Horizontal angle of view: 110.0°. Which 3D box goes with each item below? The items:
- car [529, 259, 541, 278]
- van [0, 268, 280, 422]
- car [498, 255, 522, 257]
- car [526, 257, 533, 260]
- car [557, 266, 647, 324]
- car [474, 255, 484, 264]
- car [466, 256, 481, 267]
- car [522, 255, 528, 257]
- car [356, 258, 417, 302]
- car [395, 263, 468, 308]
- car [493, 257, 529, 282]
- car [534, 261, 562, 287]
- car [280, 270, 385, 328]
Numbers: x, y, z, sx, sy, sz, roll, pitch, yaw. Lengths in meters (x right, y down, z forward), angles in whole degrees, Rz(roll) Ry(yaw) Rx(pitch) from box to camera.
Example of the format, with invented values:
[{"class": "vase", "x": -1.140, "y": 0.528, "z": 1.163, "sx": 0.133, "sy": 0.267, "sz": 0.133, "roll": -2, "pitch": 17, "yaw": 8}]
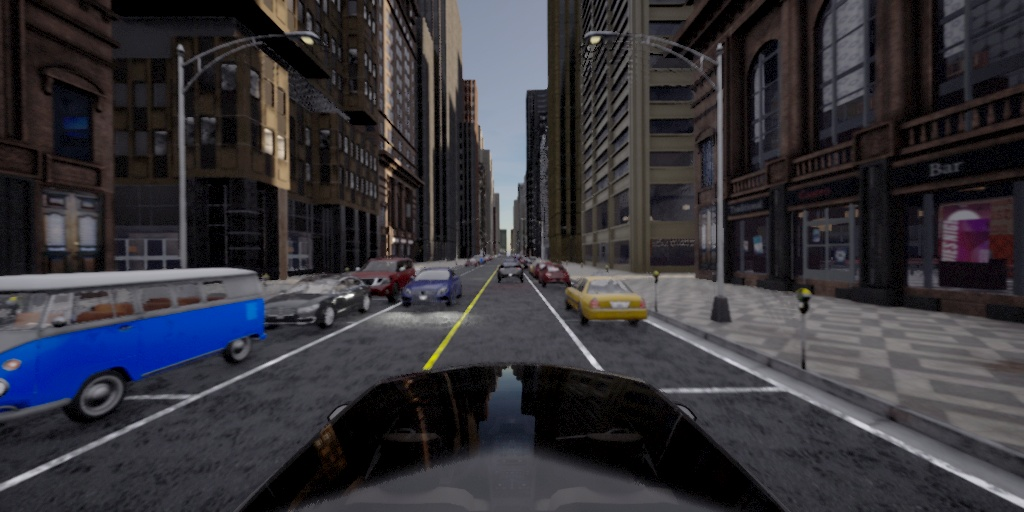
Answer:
[{"class": "car", "x": 2.547, "y": 1.128, "z": 28.087, "sx": 1.802, "sy": 1.307, "sz": 4.207, "roll": 0, "pitch": 0, "yaw": -1}, {"class": "van", "x": -5.750, "y": 1.110, "z": 5.517, "sx": 1.690, "sy": 1.789, "sz": 3.998, "roll": 0, "pitch": 0, "yaw": -1}, {"class": "car", "x": -0.285, "y": 0.958, "z": 43.518, "sx": 2.128, "sy": 1.511, "sz": 4.902, "roll": 0, "pitch": 0, "yaw": 0}, {"class": "car", "x": 2.489, "y": 1.034, "z": 33.876, "sx": 1.751, "sy": 1.417, "sz": 4.829, "roll": 0, "pitch": 0, "yaw": -1}, {"class": "car", "x": 2.716, "y": 1.187, "z": 11.403, "sx": 1.751, "sy": 1.417, "sz": 4.829, "roll": 0, "pitch": 0, "yaw": -1}, {"class": "car", "x": -6.318, "y": 0.963, "z": 61.697, "sx": 1.948, "sy": 1.339, "sz": 4.313, "roll": 0, "pitch": 0, "yaw": -1}, {"class": "car", "x": -6.261, "y": 1.015, "z": 56.078, "sx": 1.802, "sy": 1.307, "sz": 4.207, "roll": 0, "pitch": 0, "yaw": -1}, {"class": "car", "x": 2.320, "y": 0.946, "z": 50.561, "sx": 1.888, "sy": 1.381, "sz": 4.507, "roll": 0, "pitch": 0, "yaw": -1}, {"class": "car", "x": -5.863, "y": 1.006, "z": 16.753, "sx": 2.192, "sy": 1.841, "sz": 5.009, "roll": 0, "pitch": 0, "yaw": -1}, {"class": "car", "x": -3.184, "y": 1.207, "z": 15.135, "sx": 1.812, "sy": 1.442, "sz": 4.674, "roll": 0, "pitch": 0, "yaw": 0}, {"class": "car", "x": -0.118, "y": 1.066, "z": 26.907, "sx": 2.128, "sy": 1.511, "sz": 4.902, "roll": 0, "pitch": 0, "yaw": 0}, {"class": "car", "x": 2.604, "y": 1.166, "z": 22.470, "sx": 1.802, "sy": 1.307, "sz": 4.207, "roll": 0, "pitch": 0, "yaw": -1}, {"class": "car", "x": -5.807, "y": 1.281, "z": 11.135, "sx": 2.007, "sy": 1.370, "sz": 4.403, "roll": 0, "pitch": 0, "yaw": -1}]
